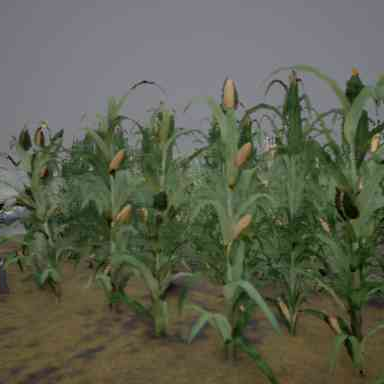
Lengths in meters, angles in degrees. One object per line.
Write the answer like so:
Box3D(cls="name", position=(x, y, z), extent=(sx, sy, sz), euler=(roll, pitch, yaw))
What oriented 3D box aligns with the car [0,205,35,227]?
Box3D(cls="car", position=(-11.372, 1.520, 23.172), extent=(2.033, 1.411, 5.357), euler=(2, 1, 35))
